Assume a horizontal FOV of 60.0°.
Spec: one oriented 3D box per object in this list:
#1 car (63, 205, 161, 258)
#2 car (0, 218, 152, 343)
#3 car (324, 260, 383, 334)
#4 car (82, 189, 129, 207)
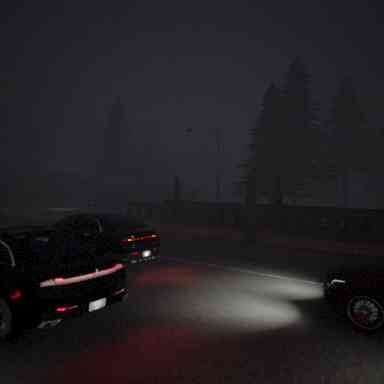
[{"bbox_3d":[-3.187,1.381,10.548,4.892,1.490,1.837,2,1,36],"label":"car"},{"bbox_3d":[-3.364,1.407,6.353,4.902,1.511,2.128,1,1,36],"label":"car"},{"bbox_3d":[4.507,1.525,5.070,4.674,1.442,1.812,0,0,36],"label":"car"},{"bbox_3d":[-9.582,0.690,37.442,2.150,2.045,5.566,1,1,38],"label":"car"}]
